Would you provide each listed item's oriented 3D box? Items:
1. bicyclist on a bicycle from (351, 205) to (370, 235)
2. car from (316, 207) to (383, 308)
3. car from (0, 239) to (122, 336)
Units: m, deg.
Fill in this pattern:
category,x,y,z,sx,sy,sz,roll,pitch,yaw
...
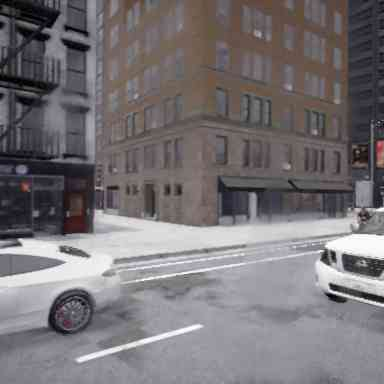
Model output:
category,x,y,z,sx,sy,sz,roll,pitch,yaw
bicyclist on a bicycle,8.237,1.518,16.176,1.843,1.776,0.659,1,0,-36
car,5.105,1.300,7.328,5.566,2.045,2.150,1,-1,-36
car,-3.432,1.527,5.227,4.674,1.442,1.812,1,0,-35
